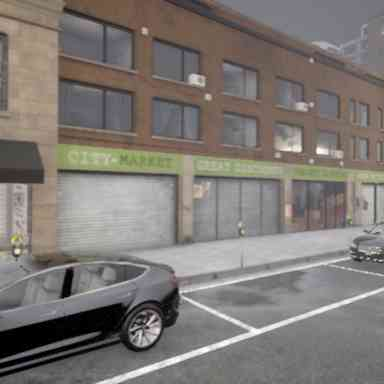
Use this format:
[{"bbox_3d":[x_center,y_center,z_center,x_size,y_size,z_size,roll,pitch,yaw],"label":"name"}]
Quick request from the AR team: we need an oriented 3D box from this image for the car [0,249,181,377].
[{"bbox_3d":[-2.164,1.572,4.645,4.313,1.339,1.947,0,0,-36],"label":"car"}]

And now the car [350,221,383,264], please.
[{"bbox_3d":[7.081,1.633,11.253,4.403,1.369,2.008,0,0,-36],"label":"car"}]
